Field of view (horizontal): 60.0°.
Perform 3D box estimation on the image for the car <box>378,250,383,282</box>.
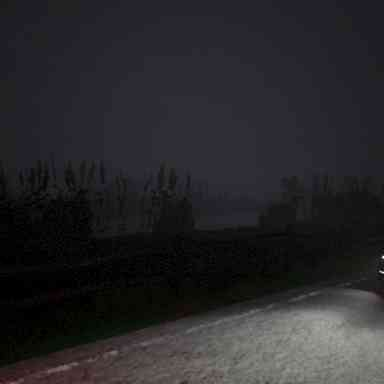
[{"bbox_3d":[6.553,1.520,8.370,4.902,1.511,2.128,0,0,-36],"label":"car"}]
